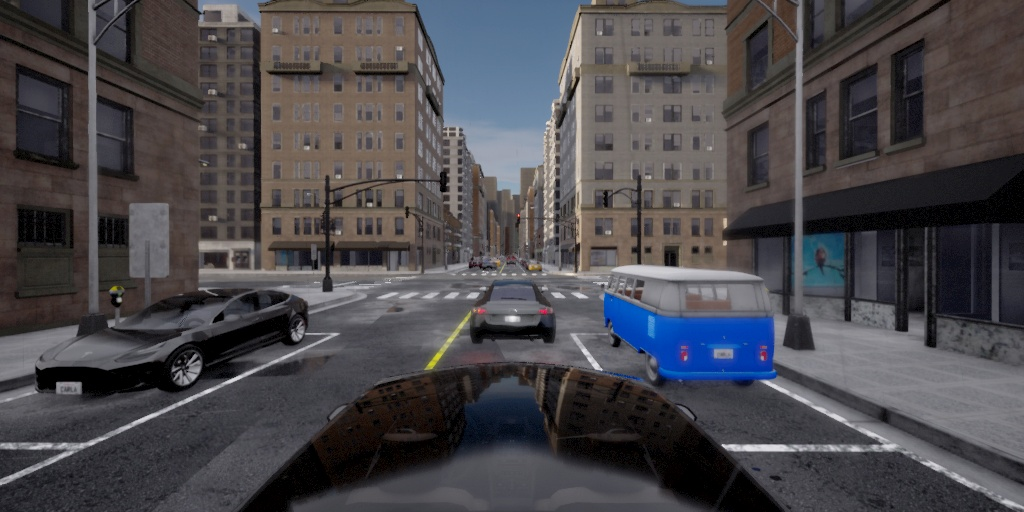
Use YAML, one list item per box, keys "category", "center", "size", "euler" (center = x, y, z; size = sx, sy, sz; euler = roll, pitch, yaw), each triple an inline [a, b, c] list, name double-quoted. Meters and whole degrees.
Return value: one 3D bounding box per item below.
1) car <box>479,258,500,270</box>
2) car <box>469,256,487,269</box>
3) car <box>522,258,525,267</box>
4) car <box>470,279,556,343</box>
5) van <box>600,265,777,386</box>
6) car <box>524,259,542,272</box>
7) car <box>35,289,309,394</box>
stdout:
- category: "car"
  center: [-3.058, 1.292, 49.622]
  size: [1.994, 1.385, 4.181]
  euler: [0, 0, 0]
- category: "car"
  center: [-5.687, 1.037, 56.891]
  size: [2.192, 1.841, 5.009]
  euler: [0, 0, 0]
- category: "car"
  center: [2.880, 1.166, 51.428]
  size: [1.967, 1.591, 4.097]
  euler: [0, 0, 0]
- category: "car"
  center: [0.044, 1.312, 9.636]
  size: [1.994, 1.385, 4.181]
  euler: [0, 0, 1]
- category: "van"
  center: [2.883, 1.089, 6.712]
  size: [1.690, 1.789, 3.998]
  euler: [0, 0, 0]
- category: "car"
  center: [2.920, 1.256, 46.072]
  size: [1.751, 1.417, 4.829]
  euler: [0, 0, 0]
- category: "car"
  center: [-5.642, 1.314, 6.756]
  size: [1.948, 1.339, 4.313]
  euler: [0, 0, 0]
